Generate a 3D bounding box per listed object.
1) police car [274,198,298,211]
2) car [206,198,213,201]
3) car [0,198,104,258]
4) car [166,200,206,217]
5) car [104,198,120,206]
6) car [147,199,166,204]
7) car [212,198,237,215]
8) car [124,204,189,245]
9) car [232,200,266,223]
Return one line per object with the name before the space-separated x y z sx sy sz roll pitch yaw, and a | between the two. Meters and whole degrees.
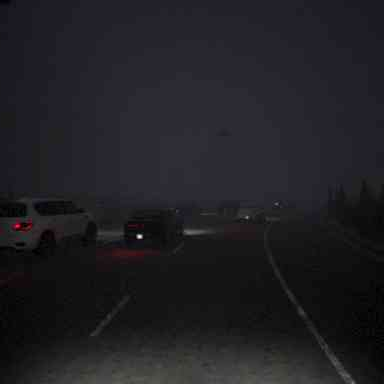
police car | 11.837 1.603 41.619 2.038 1.542 4.974 0 0 30
car | 2.989 1.739 54.164 1.994 1.385 4.181 0 -1 34
car | -5.723 1.227 12.979 2.150 2.045 5.566 0 0 9
car | -0.500 1.586 32.167 1.812 1.442 4.674 0 0 21
car | -11.331 1.615 42.866 1.837 1.490 4.892 0 0 25
car | -4.757 1.705 48.164 1.994 1.385 4.181 0 -1 30
car | 4.157 1.560 34.276 2.128 1.511 4.902 0 0 23
car | -1.652 1.523 15.701 1.837 1.490 4.892 0 0 10
car | 4.607 1.567 25.681 1.812 1.442 4.674 0 0 18
